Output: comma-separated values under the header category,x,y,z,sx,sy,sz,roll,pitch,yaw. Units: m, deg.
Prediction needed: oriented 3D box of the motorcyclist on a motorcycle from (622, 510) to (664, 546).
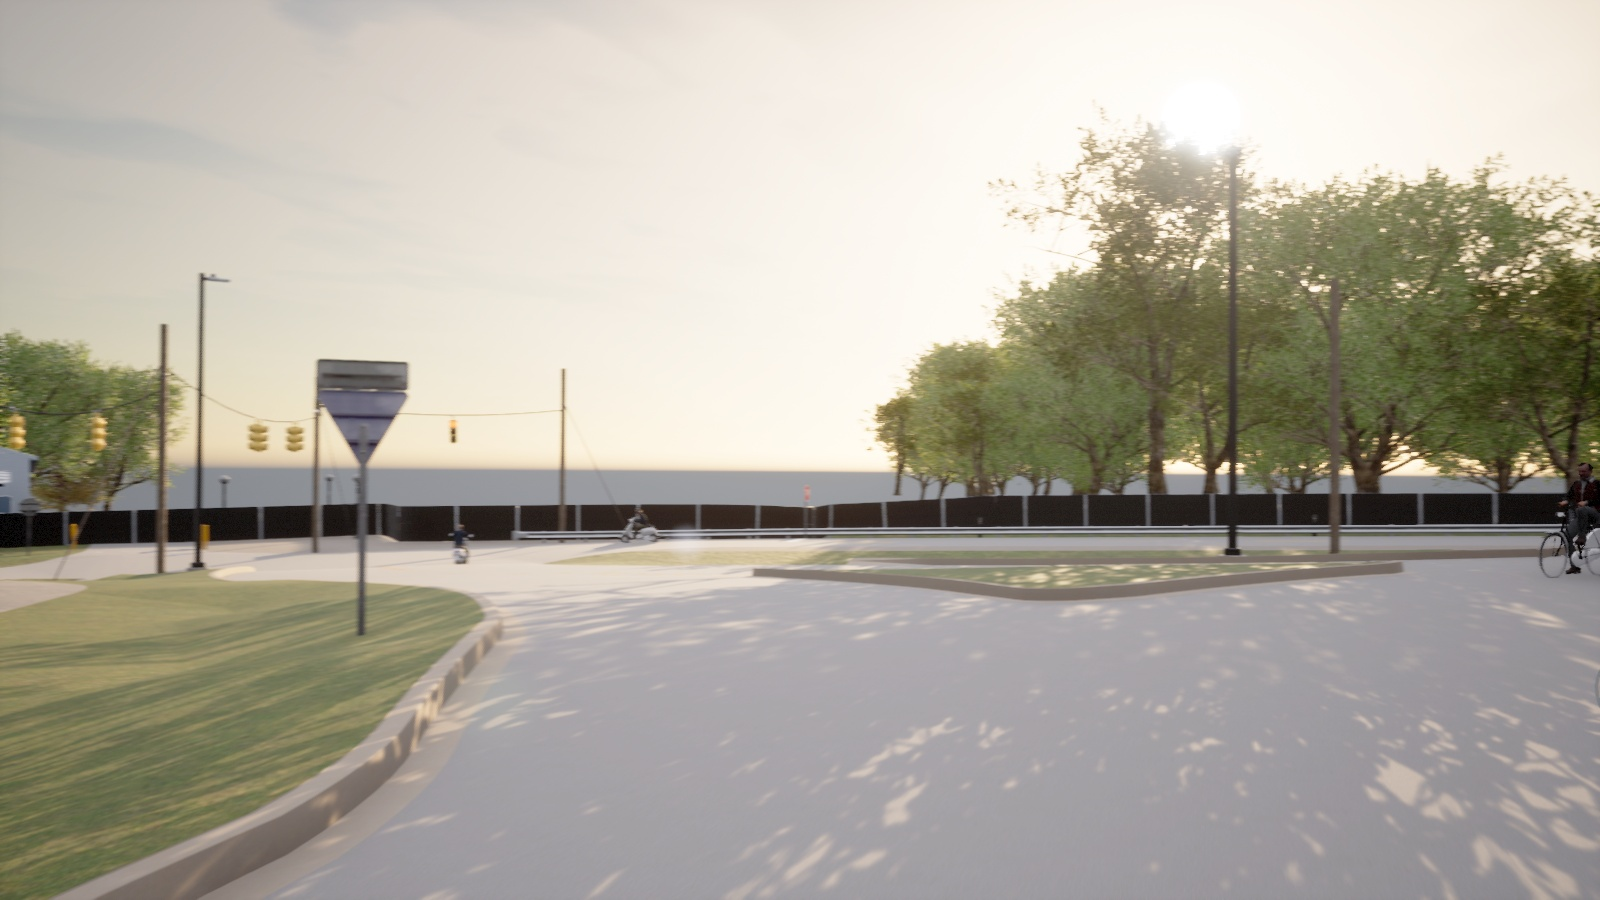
category,x,y,z,sx,sy,sz,roll,pitch,yaw
motorcyclist on a motorcycle,-7.326,3.622,58.622,1.817,1.590,0.866,-2,-1,-1

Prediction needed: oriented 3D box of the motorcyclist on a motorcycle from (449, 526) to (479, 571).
category,x,y,z,sx,sy,sz,roll,pitch,yaw
motorcyclist on a motorcycle,-12.804,3.743,47.886,0.866,1.590,1.817,0,-1,-7

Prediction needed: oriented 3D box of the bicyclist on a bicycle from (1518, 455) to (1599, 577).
category,x,y,z,sx,sy,sz,roll,pitch,yaw
bicyclist on a bicycle,11.822,0.977,19.101,1.843,1.776,0.659,1,0,-26
